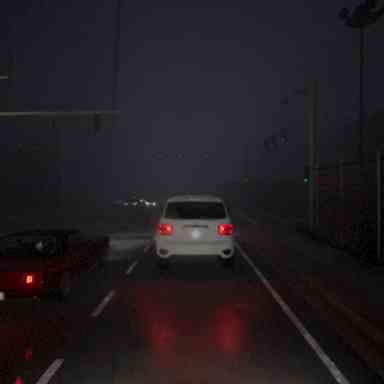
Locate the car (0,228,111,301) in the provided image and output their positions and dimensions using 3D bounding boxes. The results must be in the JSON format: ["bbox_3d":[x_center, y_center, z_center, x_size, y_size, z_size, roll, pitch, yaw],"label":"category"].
[{"bbox_3d":[-3.416,1.531,8.079,1.895,1.301,4.718,0,0,1],"label":"car"}]

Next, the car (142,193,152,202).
[{"bbox_3d":[-6.862,0.999,57.614,2.128,1.511,4.902,0,0,1],"label":"car"}]

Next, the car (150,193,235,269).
[{"bbox_3d":[0.108,1.121,11.001,2.150,2.045,5.566,0,0,0],"label":"car"}]

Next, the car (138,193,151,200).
[{"bbox_3d":[-10.256,0.902,72.870,2.128,1.511,4.902,0,0,0],"label":"car"}]

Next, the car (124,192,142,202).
[{"bbox_3d":[-10.362,0.862,57.420,2.097,1.767,4.553,0,0,1],"label":"car"}]

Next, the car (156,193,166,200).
[{"bbox_3d":[-6.755,0.899,73.092,1.812,1.442,4.674,0,0,0],"label":"car"}]
